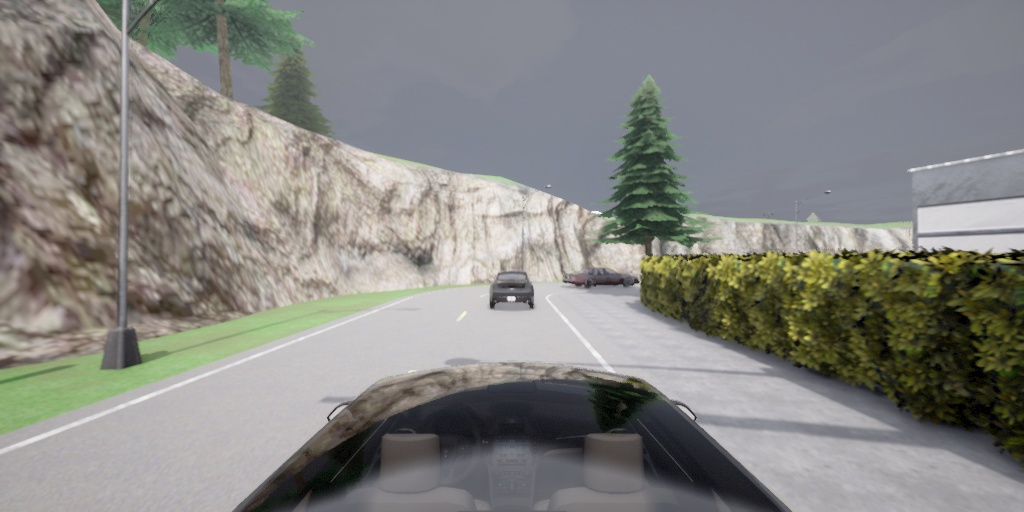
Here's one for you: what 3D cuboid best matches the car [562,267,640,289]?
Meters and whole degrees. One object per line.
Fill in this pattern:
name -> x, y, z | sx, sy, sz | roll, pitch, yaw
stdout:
car -> 6.298, 1.522, 25.506 | 5.357, 1.411, 2.033 | 0, -1, -15

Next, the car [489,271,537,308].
car -> 0.044, 1.394, 16.134 | 1.837, 1.490, 4.892 | 0, 0, 2
